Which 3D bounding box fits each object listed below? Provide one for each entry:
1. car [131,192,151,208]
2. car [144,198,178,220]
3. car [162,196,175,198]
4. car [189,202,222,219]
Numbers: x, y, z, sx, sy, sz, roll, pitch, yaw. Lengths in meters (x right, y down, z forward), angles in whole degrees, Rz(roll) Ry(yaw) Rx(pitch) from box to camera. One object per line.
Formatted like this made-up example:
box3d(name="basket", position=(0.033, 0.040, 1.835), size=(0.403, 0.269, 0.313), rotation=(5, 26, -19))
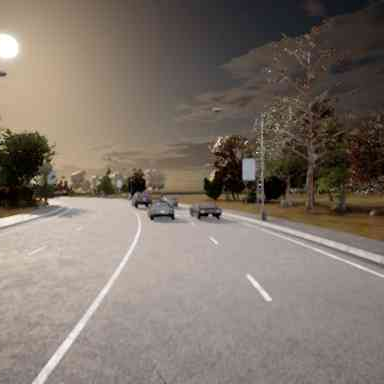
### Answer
box3d(name="car", position=(-6.718, 1.040, 44.086), size=(2.150, 2.045, 5.566), rotation=(0, 0, -17))
box3d(name="car", position=(-2.606, 1.451, 27.417), size=(1.994, 1.385, 4.181), rotation=(0, 0, -11))
box3d(name="car", position=(-3.243, 1.309, 44.607), size=(2.128, 1.511, 4.902), rotation=(0, 0, -17))
box3d(name="car", position=(0.985, 1.485, 27.285), size=(1.895, 1.301, 4.718), rotation=(0, 0, -10))
